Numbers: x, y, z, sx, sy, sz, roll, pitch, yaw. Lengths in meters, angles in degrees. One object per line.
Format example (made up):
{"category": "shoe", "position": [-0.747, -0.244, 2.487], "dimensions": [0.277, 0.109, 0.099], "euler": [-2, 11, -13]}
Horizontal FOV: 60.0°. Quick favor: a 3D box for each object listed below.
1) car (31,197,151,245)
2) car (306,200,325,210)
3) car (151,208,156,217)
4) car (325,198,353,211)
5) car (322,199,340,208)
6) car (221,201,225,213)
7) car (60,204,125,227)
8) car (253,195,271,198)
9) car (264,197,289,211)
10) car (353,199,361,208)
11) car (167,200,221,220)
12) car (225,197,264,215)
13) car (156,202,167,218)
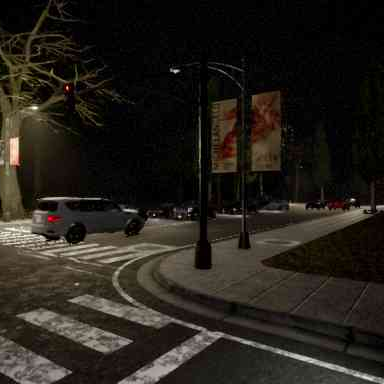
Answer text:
{"category": "car", "position": [-4.903, 1.279, 16.302], "dimensions": [2.150, 2.045, 5.566], "euler": [0, 0, 38]}
{"category": "car", "position": [17.858, 1.823, 48.217], "dimensions": [1.812, 1.442, 4.674], "euler": [0, 0, 35]}
{"category": "car", "position": [-4.977, 1.566, 21.782], "dimensions": [2.128, 1.511, 4.902], "euler": [0, 0, 35]}
{"category": "car", "position": [20.677, 1.658, 46.581], "dimensions": [2.097, 1.767, 4.553], "euler": [0, 0, 35]}
{"category": "car", "position": [23.550, 1.916, 56.318], "dimensions": [1.812, 1.442, 4.674], "euler": [0, -1, 35]}
{"category": "car", "position": [3.875, 1.776, 39.995], "dimensions": [1.895, 1.301, 4.718], "euler": [0, 0, 35]}
{"category": "car", "position": [-7.187, 1.637, 24.303], "dimensions": [1.994, 1.385, 4.181], "euler": [0, 0, 36]}
{"category": "car", "position": [9.961, 1.471, 48.559], "dimensions": [2.150, 2.045, 5.566], "euler": [0, 0, 38]}
{"category": "car", "position": [11.883, 1.772, 45.652], "dimensions": [1.812, 1.442, 4.674], "euler": [0, 0, 36]}
{"category": "car", "position": [26.438, 1.892, 54.763], "dimensions": [2.128, 1.511, 4.902], "euler": [0, -1, 35]}
{"category": "car", "position": [0.275, 1.472, 29.237], "dimensions": [2.097, 1.767, 4.553], "euler": [0, 0, 35]}
{"category": "car", "position": [5.931, 1.680, 37.263], "dimensions": [1.837, 1.490, 4.892], "euler": [0, 0, 35]}
{"category": "car", "position": [-1.855, 1.666, 31.847], "dimensions": [2.033, 1.411, 5.357], "euler": [0, 0, 35]}
